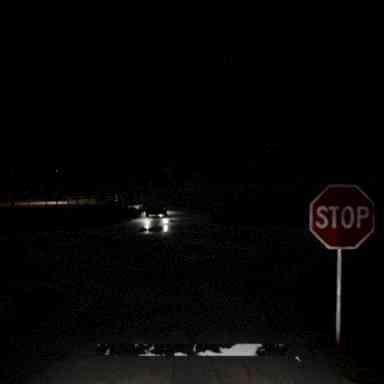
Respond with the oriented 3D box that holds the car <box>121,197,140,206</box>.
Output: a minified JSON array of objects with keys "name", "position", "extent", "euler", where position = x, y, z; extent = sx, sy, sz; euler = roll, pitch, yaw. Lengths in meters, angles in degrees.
[{"name":"car","position":[-10.224,1.443,53.537],"extent":[1.812,1.442,4.674],"euler":[-1,0,-30]}]

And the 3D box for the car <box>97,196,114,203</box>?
[{"name":"car","position":[-17.721,1.435,67.791],"extent":[4.181,1.385,1.994],"euler":[-1,1,42]}]

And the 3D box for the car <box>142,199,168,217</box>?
[{"name":"car","position":[-3.260,1.395,30.663],"extent":[1.882,1.535,5.008],"euler":[0,0,-5]}]

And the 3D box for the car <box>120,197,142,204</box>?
[{"name":"car","position":[-11.078,1.502,60.292],"extent":[1.895,1.301,4.718],"euler":[-1,0,-37]}]
